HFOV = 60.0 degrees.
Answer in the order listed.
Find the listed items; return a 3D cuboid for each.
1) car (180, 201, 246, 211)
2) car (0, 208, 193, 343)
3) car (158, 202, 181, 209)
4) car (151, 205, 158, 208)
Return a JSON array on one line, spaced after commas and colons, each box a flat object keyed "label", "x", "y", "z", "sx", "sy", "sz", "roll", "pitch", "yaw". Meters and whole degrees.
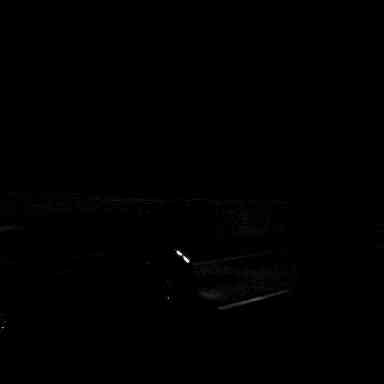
[{"label": "car", "x": 2.163, "y": 1.559, "z": 22.732, "sx": 5.357, "sy": 1.411, "sz": 2.033, "roll": 0, "pitch": 0, "yaw": -36}, {"label": "car", "x": -2.178, "y": 1.354, "z": 6.491, "sx": 4.553, "sy": 1.767, "sz": 2.097, "roll": 0, "pitch": 0, "yaw": -35}, {"label": "car", "x": 0.210, "y": 1.489, "z": 25.638, "sx": 5.008, "sy": 1.535, "sz": 1.882, "roll": 0, "pitch": 0, "yaw": -35}, {"label": "car", "x": -1.903, "y": 1.559, "z": 28.431, "sx": 5.357, "sy": 1.411, "sz": 2.033, "roll": 0, "pitch": 0, "yaw": -36}]
